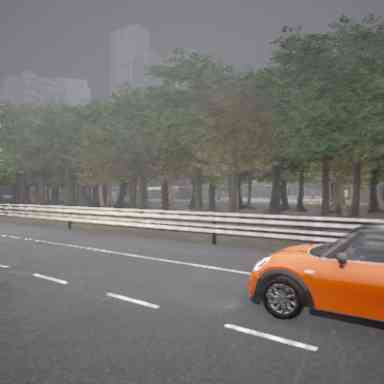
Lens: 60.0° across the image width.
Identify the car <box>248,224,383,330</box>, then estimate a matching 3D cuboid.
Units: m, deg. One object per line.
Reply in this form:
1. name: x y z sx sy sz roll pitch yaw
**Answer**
1. car: 3.296 1.353 5.818 4.553 1.767 2.097 0 0 35
